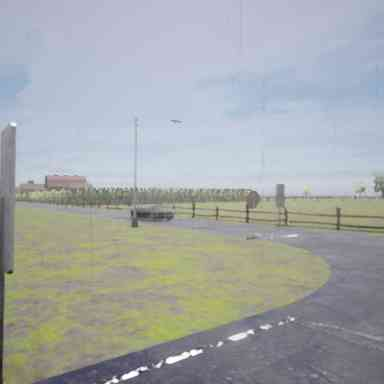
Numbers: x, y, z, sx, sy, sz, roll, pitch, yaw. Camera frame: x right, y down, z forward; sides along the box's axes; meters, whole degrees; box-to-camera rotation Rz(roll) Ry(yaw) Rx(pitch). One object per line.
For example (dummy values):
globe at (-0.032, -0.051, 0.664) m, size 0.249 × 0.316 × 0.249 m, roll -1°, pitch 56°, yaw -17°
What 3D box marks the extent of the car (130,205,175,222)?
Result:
car at (-3.413, 1.797, 28.333) m, size 1.895 × 1.301 × 4.718 m, roll 1°, pitch -1°, yaw -36°
